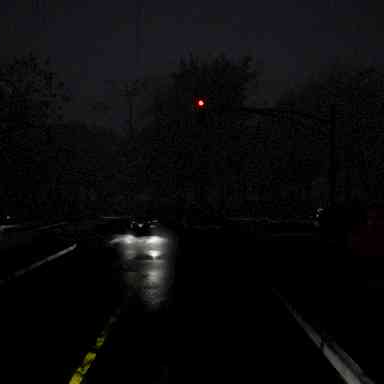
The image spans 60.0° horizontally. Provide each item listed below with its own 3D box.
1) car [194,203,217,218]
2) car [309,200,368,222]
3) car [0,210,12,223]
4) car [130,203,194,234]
[{"bbox_3d":[-0.186,1.607,29.557,4.718,1.301,1.895,0,0,0],"label":"car"},{"bbox_3d":[11.717,1.397,26.349,4.553,1.767,2.097,0,0,0],"label":"car"},{"bbox_3d":[-14.896,1.468,22.807,4.674,1.442,1.812,0,0,0],"label":"car"},{"bbox_3d":[-1.806,1.501,19.660,1.837,1.490,4.892,-3,-1,22],"label":"car"}]
